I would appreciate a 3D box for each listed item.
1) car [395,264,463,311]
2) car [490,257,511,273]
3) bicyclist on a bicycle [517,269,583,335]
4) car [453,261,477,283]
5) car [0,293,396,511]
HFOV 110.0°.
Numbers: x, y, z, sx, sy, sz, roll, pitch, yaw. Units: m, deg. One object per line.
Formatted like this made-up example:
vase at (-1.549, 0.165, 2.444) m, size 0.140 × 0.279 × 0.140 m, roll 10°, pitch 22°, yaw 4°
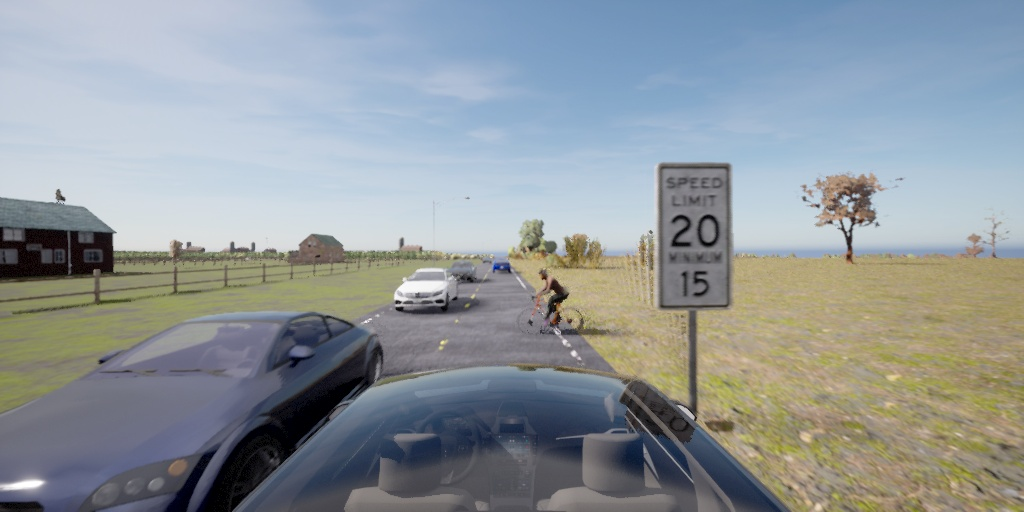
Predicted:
car at (-3.229, 1.220, 14.299) m, size 1.812 × 1.442 × 4.674 m, roll 0°, pitch 0°, yaw -2°
car at (-1.100, 1.004, 38.895) m, size 1.882 × 1.535 × 5.008 m, roll 0°, pitch 1°, yaw -2°
bicyclist on a bicycle at (0.937, 1.150, 8.857) m, size 1.656 × 1.620 × 0.582 m, roll -1°, pitch 0°, yaw -2°
car at (-3.613, 1.126, 26.285) m, size 1.837 × 1.490 × 4.892 m, roll 0°, pitch 1°, yaw -2°
car at (-2.886, 1.323, 3.798) m, size 1.994 × 1.385 × 4.181 m, roll 0°, pitch 0°, yaw -2°
